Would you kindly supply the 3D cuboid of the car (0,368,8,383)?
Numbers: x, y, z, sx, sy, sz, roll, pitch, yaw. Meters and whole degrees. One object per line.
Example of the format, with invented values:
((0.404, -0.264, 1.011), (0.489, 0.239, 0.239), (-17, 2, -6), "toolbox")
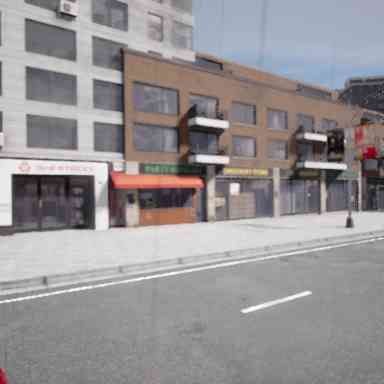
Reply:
((-3.504, 1.480, 1.185), (5.008, 1.535, 1.882), (0, 0, -35), "car")
